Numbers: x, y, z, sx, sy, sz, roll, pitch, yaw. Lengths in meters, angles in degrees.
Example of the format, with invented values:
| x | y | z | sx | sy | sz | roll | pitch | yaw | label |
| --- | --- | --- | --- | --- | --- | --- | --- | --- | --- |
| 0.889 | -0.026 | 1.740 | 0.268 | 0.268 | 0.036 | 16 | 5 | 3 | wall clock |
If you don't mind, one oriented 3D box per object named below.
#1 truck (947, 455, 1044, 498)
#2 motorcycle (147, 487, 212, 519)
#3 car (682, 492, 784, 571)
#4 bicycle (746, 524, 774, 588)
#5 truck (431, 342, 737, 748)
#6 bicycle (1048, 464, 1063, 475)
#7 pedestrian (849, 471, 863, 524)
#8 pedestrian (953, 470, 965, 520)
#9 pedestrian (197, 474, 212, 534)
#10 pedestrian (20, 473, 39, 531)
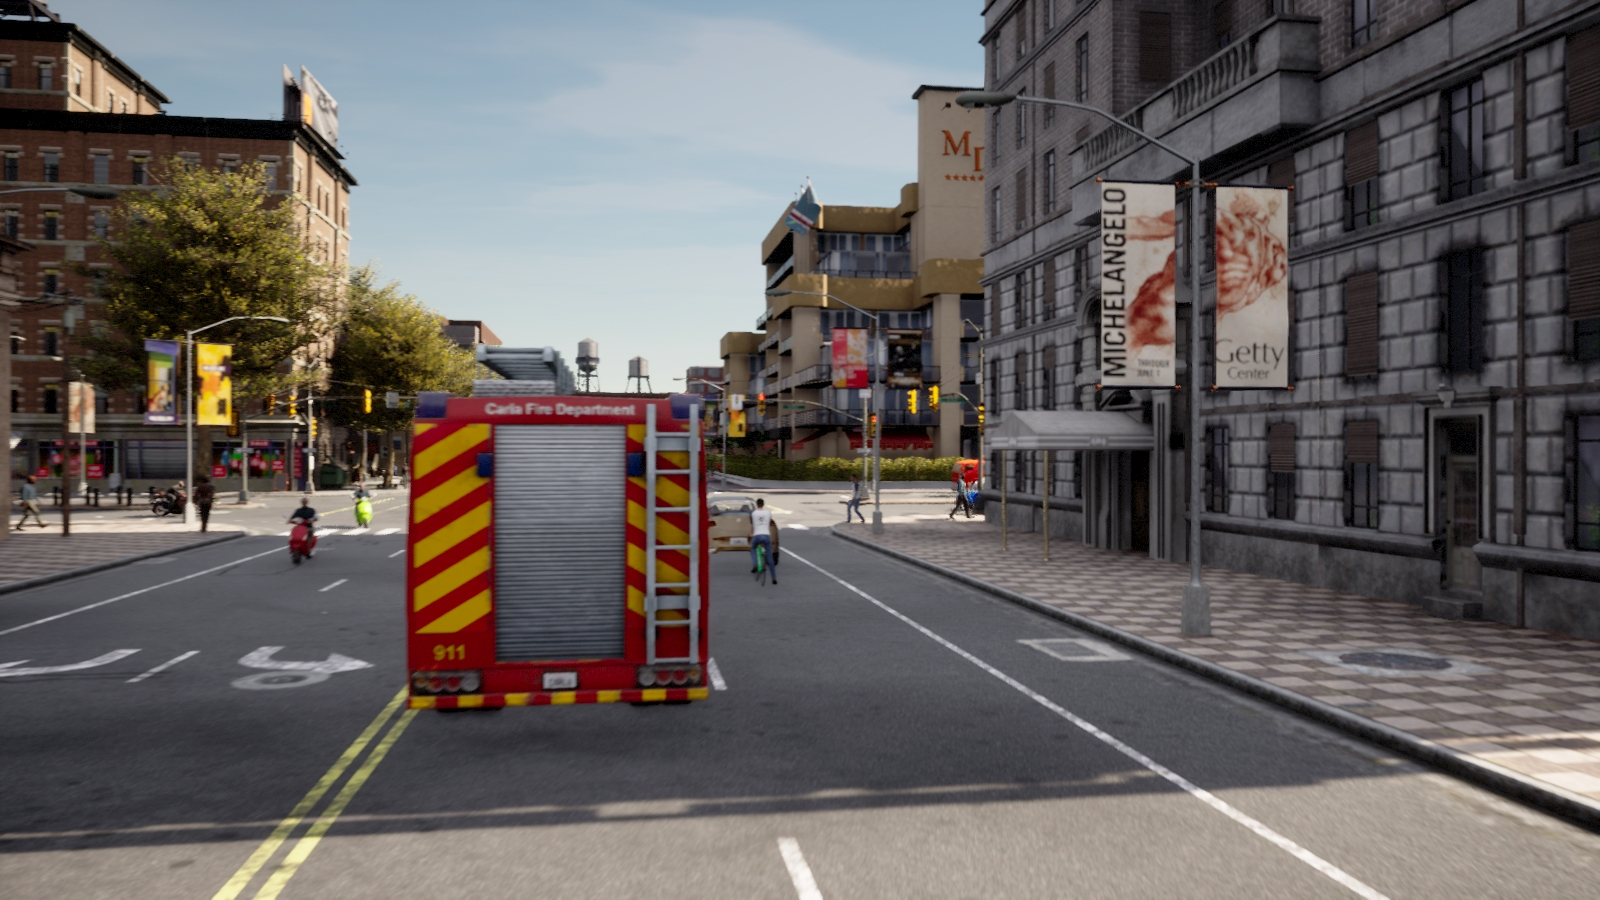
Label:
| x | y | z | sx | sy | sz | roll | pitch | yaw | label |
| --- | --- | --- | --- | --- | --- | --- | --- | --- | --- |
| 11.781 | 1.572 | 68.964 | 5.204 | 2.467 | 2.627 | 0 | 0 | -10 | truck |
| -25.640 | 2.193 | 47.241 | 2.209 | 1.251 | 0.867 | 0 | 1 | 1 | motorcycle |
| -1.809 | 1.991 | 29.278 | 2.152 | 1.651 | 5.027 | 0 | 0 | -9 | car |
| -0.848 | 2.205 | 23.949 | 0.373 | 1.196 | 1.643 | 0 | 0 | -9 | bicycle |
| -2.713 | 0.890 | 15.161 | 2.891 | 3.827 | 8.468 | 0 | 0 | -9 | truck |
| 28.554 | 2.217 | 127.853 | 1.643 | 1.196 | 0.373 | 0 | -1 | -16 | bicycle |
| 2.012 | 1.696 | 40.969 | 0.375 | 1.860 | 0.375 | 0 | 0 | -16 | pedestrian |
| 5.995 | 1.698 | 43.033 | 0.375 | 1.860 | 0.375 | 0 | 0 | -6 | pedestrian |
| -18.744 | 1.687 | 35.974 | 0.375 | 1.860 | 0.375 | 0 | 0 | -24 | pedestrian |
| -24.869 | 1.684 | 36.879 | 0.375 | 1.860 | 0.375 | 0 | 0 | -13 | pedestrian |
